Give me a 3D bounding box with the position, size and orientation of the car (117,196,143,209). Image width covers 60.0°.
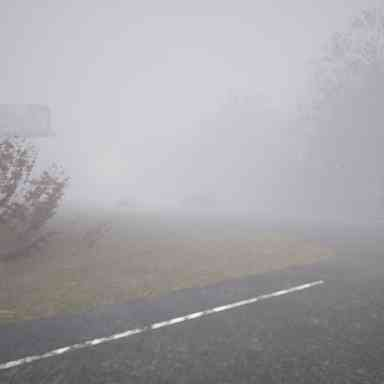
[{"bbox_3d":[-7.827,1.275,41.795,2.128,1.511,4.902,0,0,-34],"label":"car"}]

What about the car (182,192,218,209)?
[{"bbox_3d":[0.932,1.046,41.379,2.150,2.045,5.566,0,0,-34],"label":"car"}]
